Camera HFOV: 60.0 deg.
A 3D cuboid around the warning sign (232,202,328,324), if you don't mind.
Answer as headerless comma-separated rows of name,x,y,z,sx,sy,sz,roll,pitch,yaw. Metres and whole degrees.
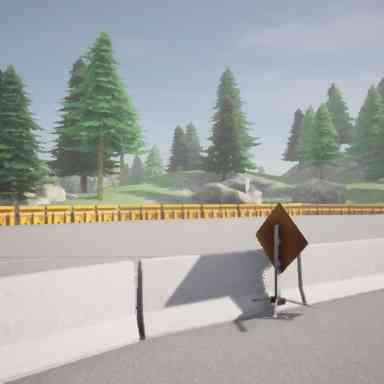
warning sign,1.548,1.118,5.996,1.060,1.860,1.300,1,0,-30
